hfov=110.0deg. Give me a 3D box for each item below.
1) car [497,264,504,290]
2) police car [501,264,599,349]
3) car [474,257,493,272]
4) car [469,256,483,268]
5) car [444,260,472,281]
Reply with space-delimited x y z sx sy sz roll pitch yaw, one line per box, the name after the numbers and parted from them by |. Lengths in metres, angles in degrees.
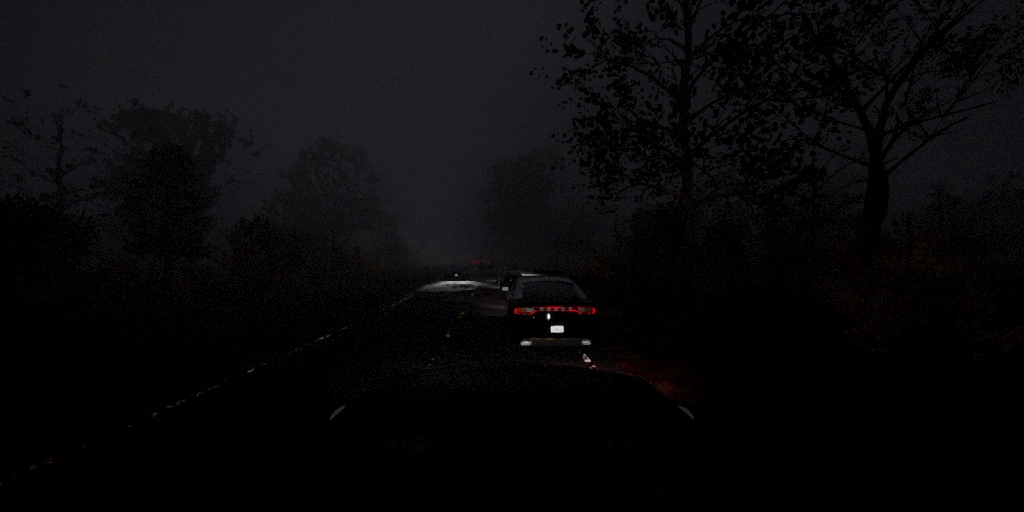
0.315 1.275 19.295 1.812 1.442 4.674 0 0 -4 | car
0.775 1.175 9.337 1.930 1.638 5.238 0 0 -2 | police car
-3.575 1.224 47.102 1.882 1.535 5.008 0 0 -9 | car
-5.986 0.966 60.660 2.150 2.045 5.566 0 0 -12 | car
-4.546 1.313 29.907 1.994 1.385 4.181 0 0 -6 | car
